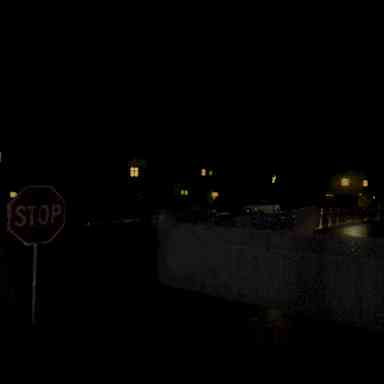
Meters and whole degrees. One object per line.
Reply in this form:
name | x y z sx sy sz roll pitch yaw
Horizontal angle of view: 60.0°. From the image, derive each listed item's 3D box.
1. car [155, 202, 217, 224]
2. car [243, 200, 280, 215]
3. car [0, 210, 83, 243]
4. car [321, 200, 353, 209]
car | -0.295 1.490 25.179 2.033 1.411 5.357 4 2 41
car | 6.944 1.545 32.786 4.674 1.442 1.812 1 2 -44
car | -7.823 1.457 15.632 2.033 1.411 5.357 4 2 36
car | 18.968 1.774 43.170 5.357 1.411 2.033 1 2 -37
